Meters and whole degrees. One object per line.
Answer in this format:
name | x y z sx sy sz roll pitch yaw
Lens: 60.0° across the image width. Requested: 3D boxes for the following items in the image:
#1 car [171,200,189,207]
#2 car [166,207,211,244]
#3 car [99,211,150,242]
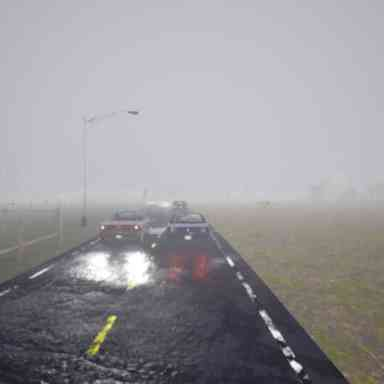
car | -1.348 1.597 36.800 2.033 1.411 5.357 0 0 -4
car | -0.227 1.613 15.996 1.895 1.301 4.718 0 0 -2
car | -3.176 1.610 16.381 1.895 1.301 4.718 0 0 -2
